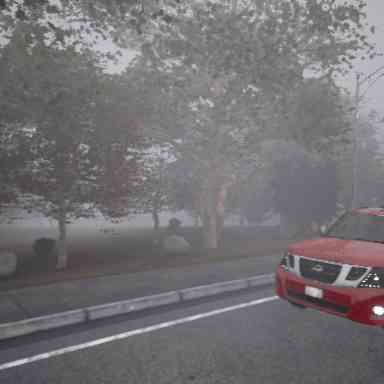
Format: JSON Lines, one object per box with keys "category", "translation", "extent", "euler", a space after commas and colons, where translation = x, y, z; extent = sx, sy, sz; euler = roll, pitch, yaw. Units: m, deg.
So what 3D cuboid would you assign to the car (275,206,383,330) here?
{"category": "car", "translation": [4.220, 1.342, 7.028], "extent": [5.566, 2.045, 2.150], "euler": [2, -1, -36]}
